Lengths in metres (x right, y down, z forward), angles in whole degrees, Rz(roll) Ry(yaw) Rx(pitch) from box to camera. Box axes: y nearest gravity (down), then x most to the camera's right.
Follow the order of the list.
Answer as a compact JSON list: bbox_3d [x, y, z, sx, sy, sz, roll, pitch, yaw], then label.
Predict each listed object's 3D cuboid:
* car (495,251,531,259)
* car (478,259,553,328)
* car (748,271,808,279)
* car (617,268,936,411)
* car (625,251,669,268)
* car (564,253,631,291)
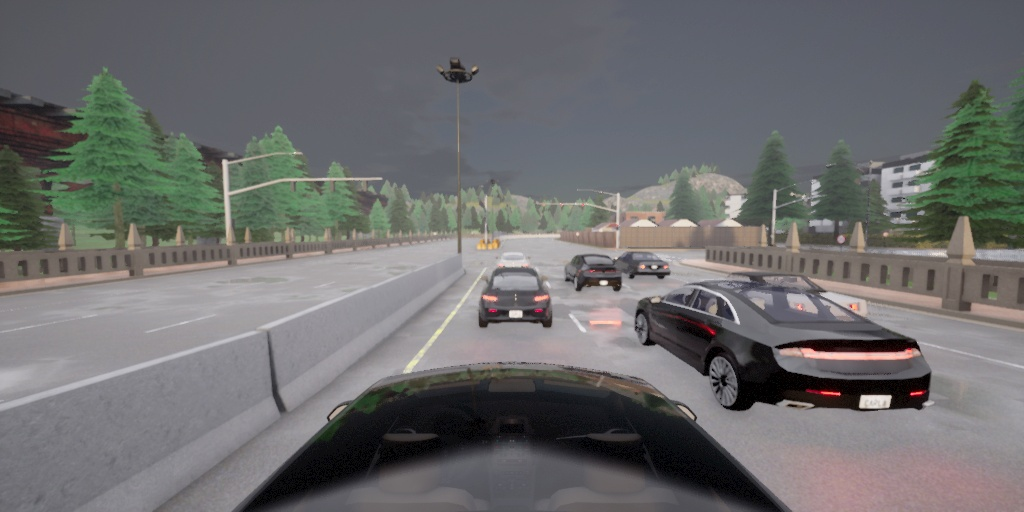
[{"bbox_3d":[0.059,0.463,19.297,1.812,1.442,4.674,0,4,0],"label":"car"},{"bbox_3d":[0.080,1.022,10.293,1.812,1.442,4.674,0,3,0],"label":"car"},{"bbox_3d":[7.082,1.091,10.380,1.895,1.301,4.718,0,3,0],"label":"car"},{"bbox_3d":[3.585,1.152,5.951,2.128,1.511,4.902,0,2,0],"label":"car"},{"bbox_3d":[7.092,0.424,20.236,2.033,1.411,5.357,0,4,1],"label":"car"},{"bbox_3d":[3.567,0.638,16.349,1.837,1.490,4.892,0,4,0],"label":"car"}]
